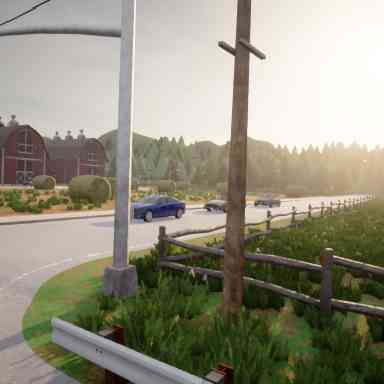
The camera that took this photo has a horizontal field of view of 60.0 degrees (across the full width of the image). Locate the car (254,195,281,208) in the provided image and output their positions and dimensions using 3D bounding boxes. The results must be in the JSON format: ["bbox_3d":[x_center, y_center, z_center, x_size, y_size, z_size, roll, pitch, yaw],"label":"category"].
[{"bbox_3d":[8.614,1.001,37.795,1.994,1.385,4.181,3,2,33],"label":"car"}]

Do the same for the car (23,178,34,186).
[{"bbox_3d":[-38.868,-2.310,79.365,1.905,1.878,3.866,8,2,-13],"label":"car"}]

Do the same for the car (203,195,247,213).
[{"bbox_3d":[3.093,1.000,29.443,2.033,1.411,5.357,3,2,33],"label":"car"}]

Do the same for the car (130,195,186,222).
[{"bbox_3d":[-2.351,0.947,21.185,1.882,1.535,5.008,3,2,33],"label":"car"}]
